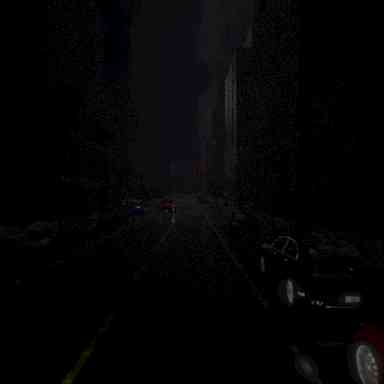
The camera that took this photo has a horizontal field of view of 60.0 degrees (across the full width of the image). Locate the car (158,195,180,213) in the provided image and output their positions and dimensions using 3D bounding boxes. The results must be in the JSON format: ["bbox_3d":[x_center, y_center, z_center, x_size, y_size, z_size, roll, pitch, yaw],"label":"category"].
[{"bbox_3d":[-2.994,1.655,41.662,2.097,1.767,4.553,0,0,0],"label":"car"}]

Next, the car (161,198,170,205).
[{"bbox_3d":[-5.794,2.024,72.866,1.802,1.307,4.206,0,0,0],"label":"car"}]

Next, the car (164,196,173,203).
[{"bbox_3d":[-5.889,1.914,84.155,1.967,1.590,4.097,0,0,0],"label":"car"}]

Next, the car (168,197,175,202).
[{"bbox_3d":[-5.984,2.082,95.443,1.802,1.307,4.206,0,0,0],"label":"car"}]

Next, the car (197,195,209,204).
[{"bbox_3d":[2.731,2.009,72.936,1.947,1.339,4.313,0,0,0],"label":"car"}]

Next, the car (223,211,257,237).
[{"bbox_3d":[2.767,1.755,18.992,1.802,1.307,4.206,0,0,0],"label":"car"}]

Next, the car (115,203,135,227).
[{"bbox_3d":[-5.758,1.753,24.553,1.887,1.381,4.507,0,0,0],"label":"car"}]

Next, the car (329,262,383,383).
[{"bbox_3d":[2.761,1.606,2.334,1.802,1.307,4.206,0,-1,0],"label":"car"}]

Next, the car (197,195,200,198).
[{"bbox_3d":[2.683,2.004,78.580,1.887,1.381,4.507,0,0,0],"label":"car"}]

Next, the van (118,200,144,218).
[{"bbox_3d":[-5.757,1.581,30.105,1.690,1.788,3.998,0,0,0],"label":"van"}]

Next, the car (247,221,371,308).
[{"bbox_3d":[2.762,1.630,7.886,2.008,1.369,4.403,0,-1,0],"label":"car"}]

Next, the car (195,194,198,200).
[{"bbox_3d":[2.590,1.804,89.868,2.192,1.841,5.009,0,0,0],"label":"car"}]

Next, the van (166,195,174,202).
[{"bbox_3d":[-5.936,1.829,89.799,1.690,1.788,3.998,0,0,0],"label":"van"}]

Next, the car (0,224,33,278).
[{"bbox_3d":[-5.763,1.661,7.891,1.802,1.307,4.206,0,-1,0],"label":"car"}]

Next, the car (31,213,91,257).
[{"bbox_3d":[-5.762,1.711,13.447,1.802,1.307,4.206,0,-1,0],"label":"car"}]

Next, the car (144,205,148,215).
[{"bbox_3d":[-5.756,1.853,35.656,1.802,1.307,4.206,0,0,0],"label":"car"}]

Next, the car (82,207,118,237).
[{"bbox_3d":[-5.760,1.754,18.997,1.802,1.307,4.206,0,0,0],"label":"car"}]
